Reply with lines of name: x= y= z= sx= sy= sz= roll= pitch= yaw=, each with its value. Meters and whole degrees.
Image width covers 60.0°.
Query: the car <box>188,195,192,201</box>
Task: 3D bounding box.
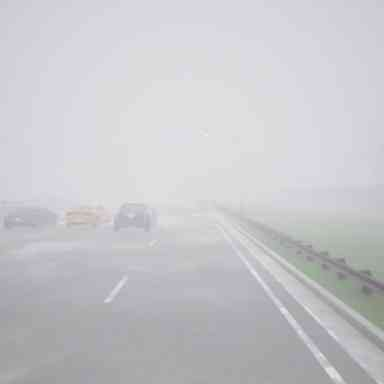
car: x=-0.010 y=1.549 z=86.930 sx=1.994 sy=1.385 sz=4.181 roll=0 pitch=0 yaw=0

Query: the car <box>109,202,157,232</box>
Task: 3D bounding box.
car: x=-3.402 y=1.389 z=20.691 sx=2.097 sy=1.767 sz=4.553 roll=0 pitch=0 yaw=0

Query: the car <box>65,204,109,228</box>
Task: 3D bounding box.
car: x=-6.902 y=1.518 z=22.547 sx=1.882 sy=1.535 sz=5.008 roll=0 pitch=0 yaw=0

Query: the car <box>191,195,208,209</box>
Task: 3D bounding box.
car: x=1.220 y=1.565 z=48.015 sx=1.882 sy=1.535 sz=5.008 roll=0 pitch=0 yaw=0

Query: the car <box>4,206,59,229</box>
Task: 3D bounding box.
car: x=-10.402 y=1.603 z=21.831 sx=1.994 sy=1.385 sz=4.181 roll=0 pitch=0 yaw=0
